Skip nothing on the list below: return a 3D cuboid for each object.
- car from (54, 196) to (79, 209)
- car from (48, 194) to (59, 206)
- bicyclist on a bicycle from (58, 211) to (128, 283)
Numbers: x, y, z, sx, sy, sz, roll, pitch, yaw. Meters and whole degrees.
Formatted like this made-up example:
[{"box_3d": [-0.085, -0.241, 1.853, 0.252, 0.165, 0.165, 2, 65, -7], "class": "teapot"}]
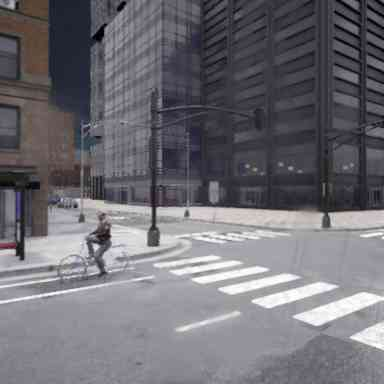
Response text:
[{"box_3d": [-18.313, 1.758, 49.139, 2.033, 1.411, 5.357, 0, 0, -36], "class": "car"}, {"box_3d": [-24.409, 1.439, 57.571, 2.150, 2.045, 5.566, 0, 0, -36], "class": "car"}, {"box_3d": [-2.501, 1.373, 8.532, 1.843, 1.776, 0.659, 0, 0, -35], "class": "bicyclist on a bicycle"}]
